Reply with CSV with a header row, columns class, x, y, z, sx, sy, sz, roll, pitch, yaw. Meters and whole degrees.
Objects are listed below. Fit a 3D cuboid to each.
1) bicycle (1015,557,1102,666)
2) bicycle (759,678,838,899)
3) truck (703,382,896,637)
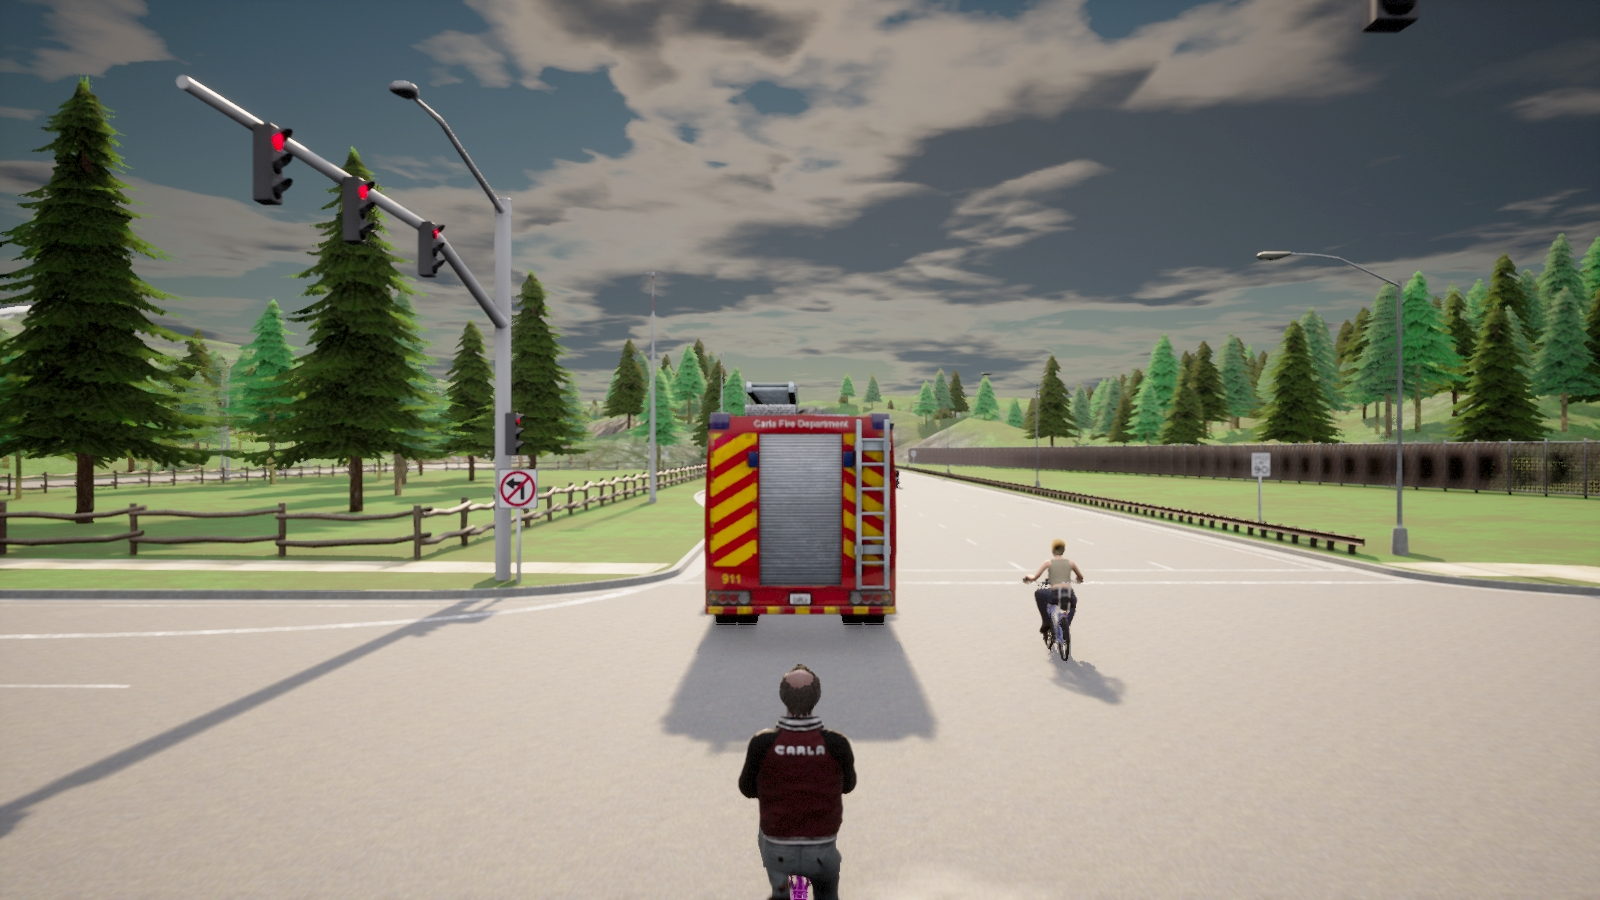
class,x,y,z,sx,sy,sz,roll,pitch,yaw
bicycle,3.486,2.160,15.537,0.859,1.277,1.487,0,0,0
bicycle,-0.006,2.061,5.710,0.329,1.471,1.835,0,0,0
truck,-0.005,0.893,21.367,2.891,3.827,8.468,0,0,0
